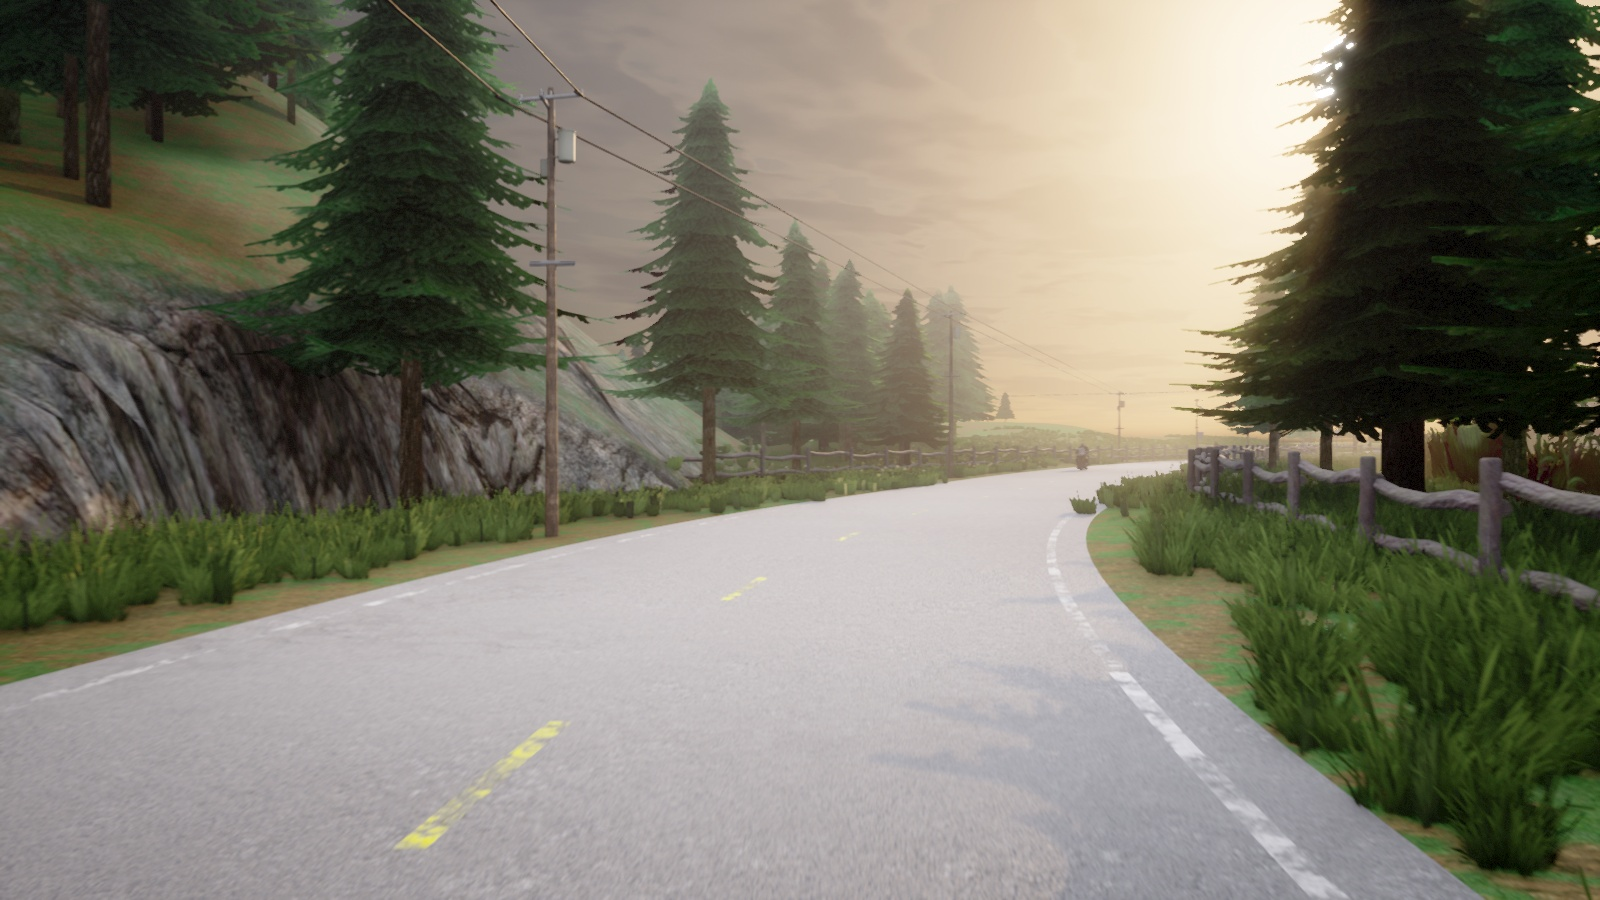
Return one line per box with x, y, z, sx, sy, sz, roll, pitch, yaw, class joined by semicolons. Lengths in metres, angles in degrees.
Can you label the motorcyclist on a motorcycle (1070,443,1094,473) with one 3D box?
15.131;0.417;67.344;0.866;1.530;2.191;0;0;22;motorcyclist on a motorcycle
